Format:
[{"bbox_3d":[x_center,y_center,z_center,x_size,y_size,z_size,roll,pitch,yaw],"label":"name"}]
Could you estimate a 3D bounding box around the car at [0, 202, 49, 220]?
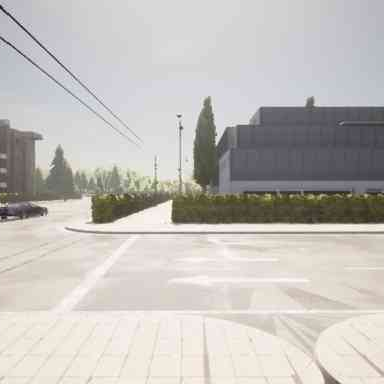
[{"bbox_3d":[-14.480,1.548,28.577,2.033,1.411,5.357,0,0,5],"label":"car"}]
